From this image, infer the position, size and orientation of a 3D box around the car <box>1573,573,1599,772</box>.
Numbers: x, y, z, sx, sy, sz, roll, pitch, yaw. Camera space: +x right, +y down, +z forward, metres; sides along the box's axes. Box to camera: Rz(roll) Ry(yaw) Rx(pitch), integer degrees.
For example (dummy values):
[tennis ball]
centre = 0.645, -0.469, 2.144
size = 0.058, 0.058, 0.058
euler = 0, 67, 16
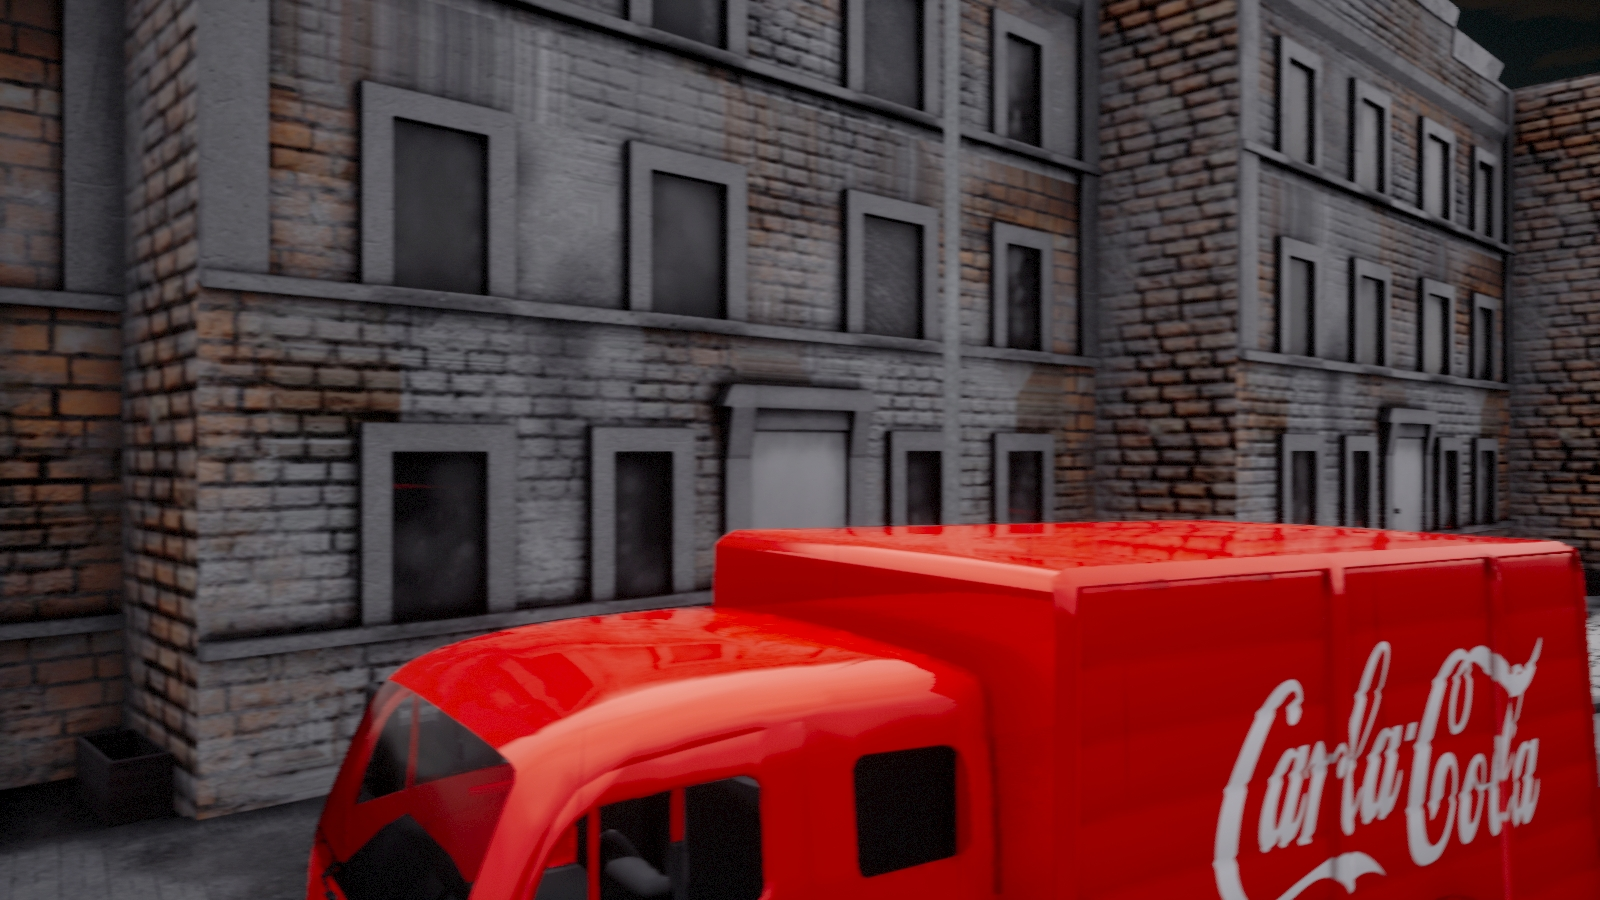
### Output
[car]
centre = 8.329, 1.803, 9.571
size = 3.705, 1.549, 1.789
euler = 0, 0, -33

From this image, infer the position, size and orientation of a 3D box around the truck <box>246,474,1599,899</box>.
[truck]
centre = 0.819, 1.356, 4.621
size = 5.204, 2.467, 2.627
euler = 1, 0, -33
